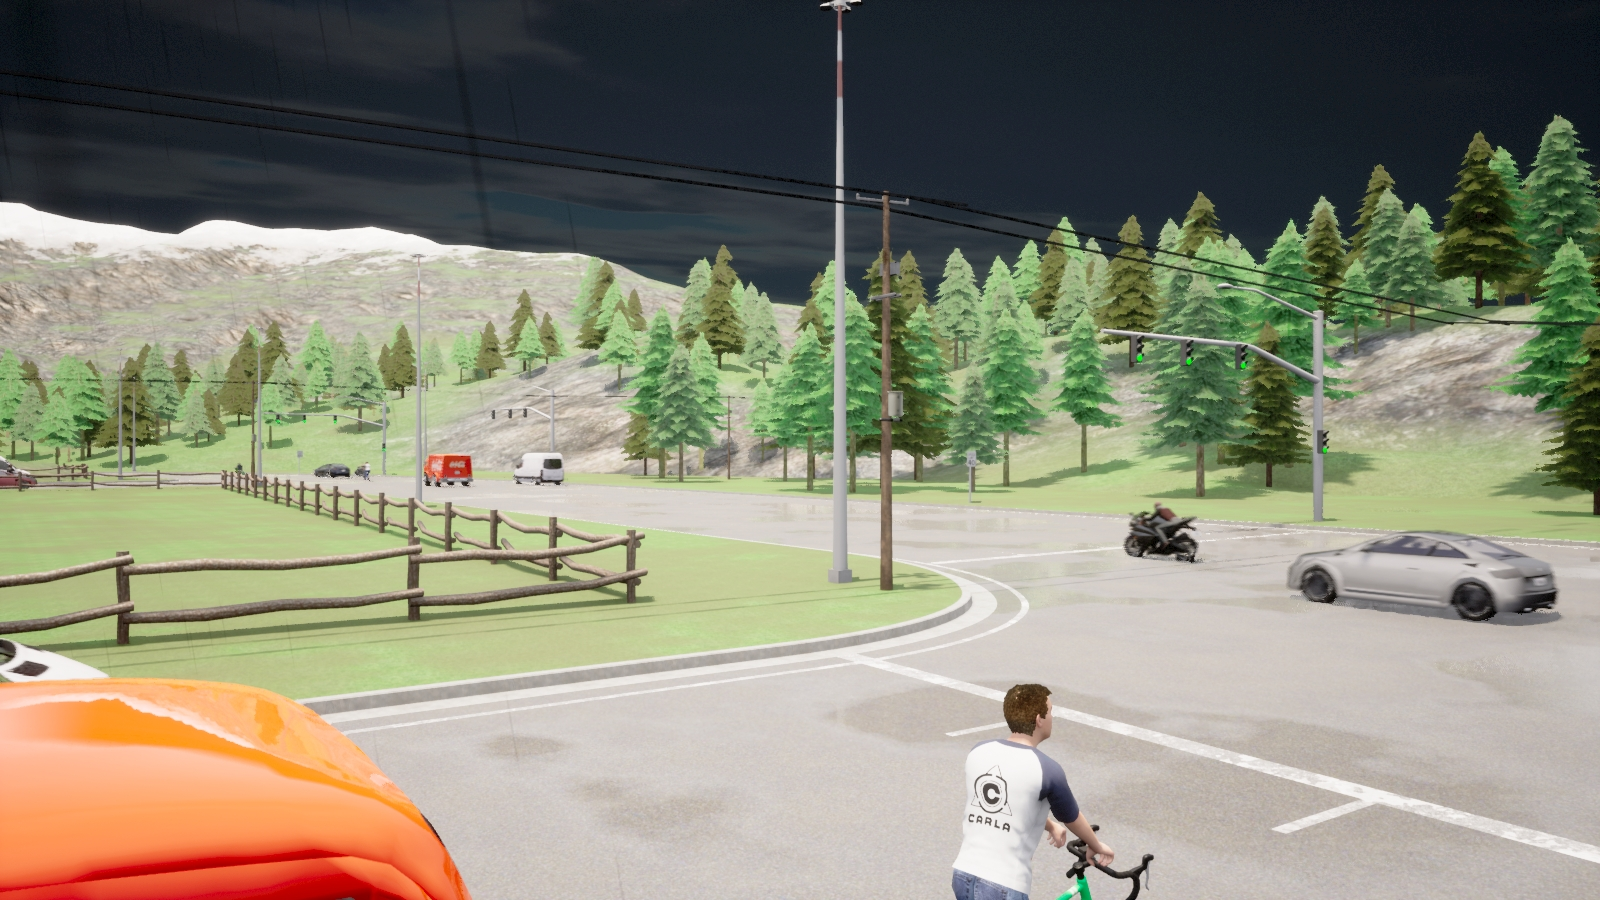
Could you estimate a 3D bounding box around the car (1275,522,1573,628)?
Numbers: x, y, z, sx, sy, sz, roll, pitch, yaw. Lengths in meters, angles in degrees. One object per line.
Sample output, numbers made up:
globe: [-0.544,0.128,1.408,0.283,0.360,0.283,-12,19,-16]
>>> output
car: [10.880,2.105,20.206,1.994,1.385,4.181,0,0,-35]

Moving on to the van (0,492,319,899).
van: [-5.215,1.535,4.399,5.915,2.561,1.988,0,0,-35]

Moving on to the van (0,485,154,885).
van: [-7.511,1.531,7.065,5.915,2.561,1.988,1,-1,-35]

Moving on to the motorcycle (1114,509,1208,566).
motorcycle: [9.112,2.189,28.920,0.867,1.251,2.209,0,0,-35]

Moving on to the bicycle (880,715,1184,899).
bicycle: [1.060,2.053,4.957,1.643,1.496,0.373,0,0,-41]

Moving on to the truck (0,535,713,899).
truck: [-3.046,1.575,1.732,5.204,2.467,2.627,-1,0,-34]
